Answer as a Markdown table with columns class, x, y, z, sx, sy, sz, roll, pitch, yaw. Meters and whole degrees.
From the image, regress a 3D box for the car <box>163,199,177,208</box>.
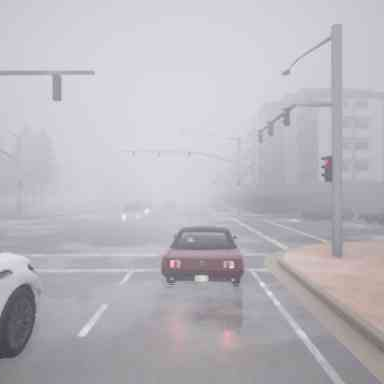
| class | x | y | z | sx | sy | sz | roll | pitch | yaw |
| --- | --- | --- | --- | --- | --- | --- | --- | --- | --- |
| car | -3.405 | 1.828 | 52.551 | 1.994 | 1.385 | 4.181 | 0 | 0 | 0 |

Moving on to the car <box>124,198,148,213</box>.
| class | x | y | z | sx | sy | sz | roll | pitch | yaw |
| --- | --- | --- | --- | --- | --- | --- | --- | --- | --- |
| car | -7.082 | 1.685 | 41.159 | 1.882 | 1.535 | 5.008 | 0 | 0 | 0 |

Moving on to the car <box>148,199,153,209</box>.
| class | x | y | z | sx | sy | sz | roll | pitch | yaw |
| --- | --- | --- | --- | --- | --- | --- | --- | --- | --- |
| car | -7.081 | 1.749 | 51.064 | 2.128 | 1.511 | 4.902 | 0 | 0 | 0 |

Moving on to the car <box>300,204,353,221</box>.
| class | x | y | z | sx | sy | sz | roll | pitch | yaw |
| --- | --- | --- | --- | --- | --- | --- | --- | --- | --- |
| car | 11.358 | 1.705 | 28.009 | 4.181 | 1.385 | 1.994 | 0 | 0 | -2 |

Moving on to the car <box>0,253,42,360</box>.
| class | x | y | z | sx | sy | sz | roll | pitch | yaw |
| --- | --- | --- | --- | --- | --- | --- | --- | --- | --- |
| car | -3.433 | 1.238 | 2.864 | 2.150 | 2.045 | 5.566 | 0 | 0 | 0 |

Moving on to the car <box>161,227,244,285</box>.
| class | x | y | z | sx | sy | sz | roll | pitch | yaw |
| --- | --- | --- | --- | --- | --- | --- | --- | --- | --- |
| car | 0.370 | 1.650 | 9.622 | 1.895 | 1.301 | 4.718 | 0 | 0 | 4 |

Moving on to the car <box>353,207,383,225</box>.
| class | x | y | z | sx | sy | sz | roll | pitch | yaw |
| --- | --- | --- | --- | --- | --- | --- | --- | --- | --- |
| car | 15.284 | 1.672 | 24.720 | 5.357 | 1.411 | 2.033 | 0 | 0 | -3 |
